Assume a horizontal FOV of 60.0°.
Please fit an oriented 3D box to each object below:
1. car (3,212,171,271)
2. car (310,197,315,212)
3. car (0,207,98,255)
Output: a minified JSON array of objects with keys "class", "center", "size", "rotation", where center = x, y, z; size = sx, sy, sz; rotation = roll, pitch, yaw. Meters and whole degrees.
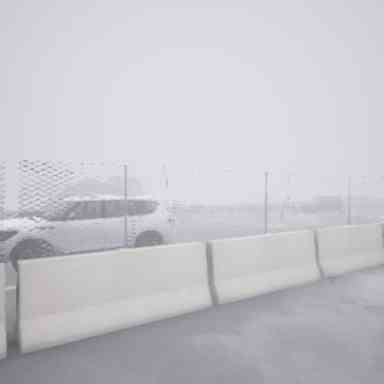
[{"class":"car","center":[-3.150,1.111,10.254],"size":[5.566,2.045,2.150],"rotation":[0,0,-34]},{"class":"car","center":[12.461,1.125,31.740],"size":[4.553,1.767,2.097],"rotation":[0,1,-27]},{"class":"car","center":[-6.125,1.378,12.436],"size":[4.674,1.442,1.812],"rotation":[0,1,-35]}]
